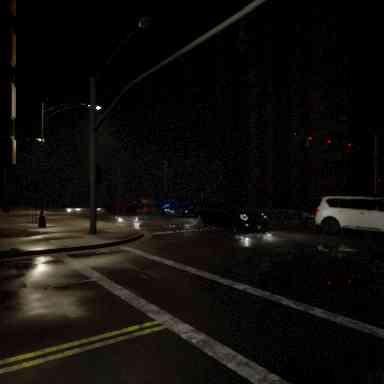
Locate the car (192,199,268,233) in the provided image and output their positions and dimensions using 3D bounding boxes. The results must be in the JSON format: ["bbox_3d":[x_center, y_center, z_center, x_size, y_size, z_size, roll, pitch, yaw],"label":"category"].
[{"bbox_3d":[2.364,1.351,20.000,2.097,1.767,4.553,0,0,-36],"label":"car"}]

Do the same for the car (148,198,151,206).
[{"bbox_3d":[-7.830,1.526,52.079,1.812,1.442,4.674,0,0,-37],"label":"car"}]

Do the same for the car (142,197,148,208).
[{"bbox_3d":[-8.527,1.526,47.086,1.812,1.442,4.674,0,0,-36],"label":"car"}]

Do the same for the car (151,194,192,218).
[{"bbox_3d":[-1.238,1.219,30.871,2.150,2.045,5.566,0,0,-36],"label":"car"}]

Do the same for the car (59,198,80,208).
[{"bbox_3d":[-17.421,1.586,47.269,1.994,1.385,4.181,0,0,-36],"label":"car"}]

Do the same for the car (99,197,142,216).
[{"bbox_3d":[-7.191,1.477,33.096,1.882,1.535,5.008,0,0,-36],"label":"car"}]

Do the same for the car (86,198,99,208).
[{"bbox_3d":[-13.734,1.548,48.125,2.033,1.411,5.357,0,0,-36],"label":"car"}]

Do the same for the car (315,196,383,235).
[{"bbox_3d":[9.019,1.220,16.823,2.150,2.045,5.566,0,0,-36],"label":"car"}]
